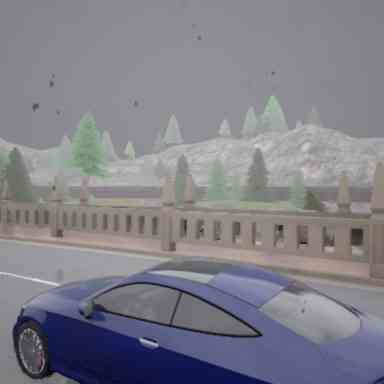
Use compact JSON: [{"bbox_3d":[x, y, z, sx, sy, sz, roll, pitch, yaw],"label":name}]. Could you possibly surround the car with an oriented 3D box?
[{"bbox_3d":[-0.127,1.511,3.828,4.674,1.442,1.812,0,0,34],"label":"car"}]
